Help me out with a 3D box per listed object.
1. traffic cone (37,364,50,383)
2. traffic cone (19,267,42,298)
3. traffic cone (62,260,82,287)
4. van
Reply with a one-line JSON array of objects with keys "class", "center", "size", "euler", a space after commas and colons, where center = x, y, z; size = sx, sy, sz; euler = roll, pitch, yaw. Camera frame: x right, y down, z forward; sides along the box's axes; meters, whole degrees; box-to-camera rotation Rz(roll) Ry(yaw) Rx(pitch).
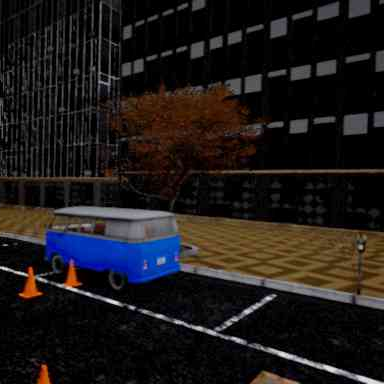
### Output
[{"class": "traffic cone", "center": [-1.409, 1.937, 3.151], "size": [0.340, 0.580, 0.340], "euler": [1, 0, 36]}, {"class": "traffic cone", "center": [-3.455, 1.906, 7.127], "size": [0.340, 0.580, 0.340], "euler": [1, 0, 36]}, {"class": "traffic cone", "center": [-2.864, 1.913, 7.934], "size": [0.340, 0.580, 0.340], "euler": [1, 0, 36]}, {"class": "van", "center": [-2.194, 1.307, 8.625], "size": [3.998, 1.788, 1.690], "euler": [1, 1, 36]}]
